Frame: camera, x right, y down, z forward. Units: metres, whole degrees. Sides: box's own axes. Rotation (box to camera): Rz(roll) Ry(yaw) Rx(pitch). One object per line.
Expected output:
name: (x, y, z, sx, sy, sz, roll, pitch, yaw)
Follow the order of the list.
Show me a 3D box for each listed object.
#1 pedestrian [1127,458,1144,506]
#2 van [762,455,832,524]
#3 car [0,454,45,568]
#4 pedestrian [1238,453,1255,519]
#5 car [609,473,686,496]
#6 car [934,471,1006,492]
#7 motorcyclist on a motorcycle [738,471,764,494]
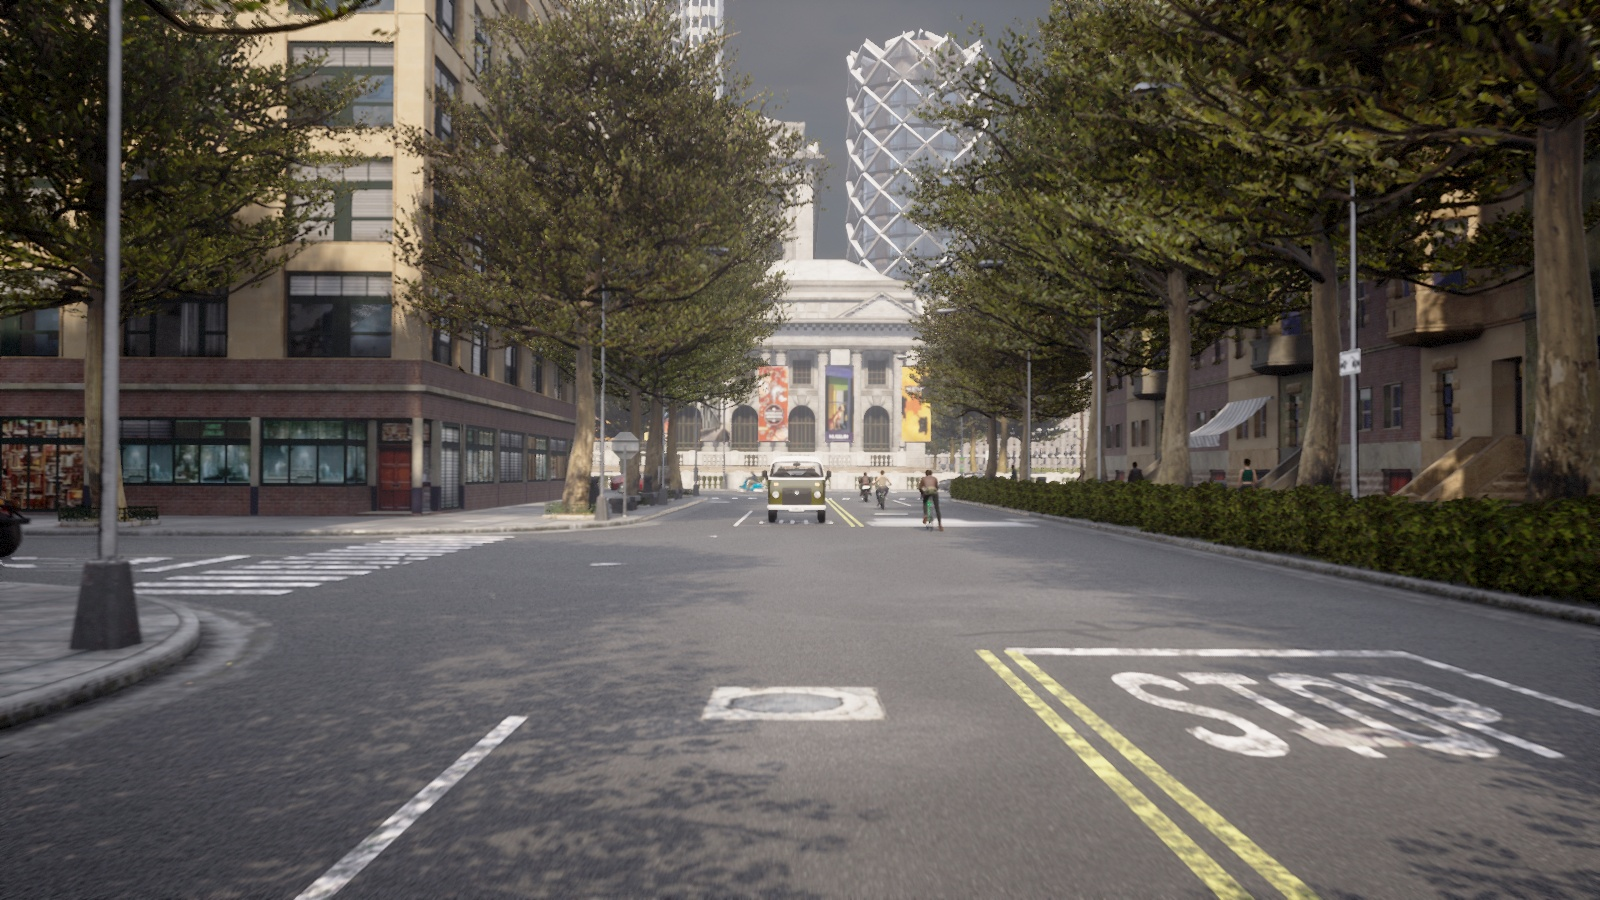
pedestrian: (13.121, 1.245, 49.130, 0.431, 1.840, 0.703, 0, -1, -3)
van: (-0.085, 1.196, 39.069, 2.069, 2.038, 4.480, 0, -1, 0)
car: (-15.133, 1.024, 20.974, 3.866, 1.878, 1.905, 0, -1, -1)
pedestrian: (12.673, 1.021, 35.676, 0.345, 1.836, 0.594, 0, -1, 10)
car: (-10.039, 2.250, 82.950, 4.792, 1.488, 2.163, 0, -1, 0)
car: (12.129, 2.234, 89.885, 4.902, 1.511, 2.128, 0, -1, 0)
motorcyclist on a motorcycle: (-3.373, 2.236, 86.460, 1.817, 1.590, 0.866, 0, -1, -1)
